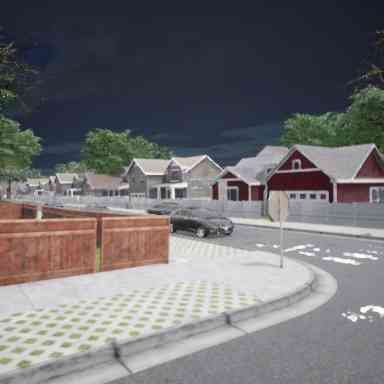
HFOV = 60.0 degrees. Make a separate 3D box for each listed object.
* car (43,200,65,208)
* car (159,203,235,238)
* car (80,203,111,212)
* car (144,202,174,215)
[{"bbox_3d":[-19.363,1.857,46.391,2.033,1.411,5.357,-1,1,-36],"label":"car"},{"bbox_3d":[0.322,1.636,18.791,1.837,1.490,4.892,-1,1,-36],"label":"car"},{"bbox_3d":[-9.435,1.788,32.396,1.994,1.385,4.181,-1,1,-36],"label":"car"},{"bbox_3d":[-2.250,1.628,27.446,1.837,1.490,4.892,-1,1,-36],"label":"car"}]
